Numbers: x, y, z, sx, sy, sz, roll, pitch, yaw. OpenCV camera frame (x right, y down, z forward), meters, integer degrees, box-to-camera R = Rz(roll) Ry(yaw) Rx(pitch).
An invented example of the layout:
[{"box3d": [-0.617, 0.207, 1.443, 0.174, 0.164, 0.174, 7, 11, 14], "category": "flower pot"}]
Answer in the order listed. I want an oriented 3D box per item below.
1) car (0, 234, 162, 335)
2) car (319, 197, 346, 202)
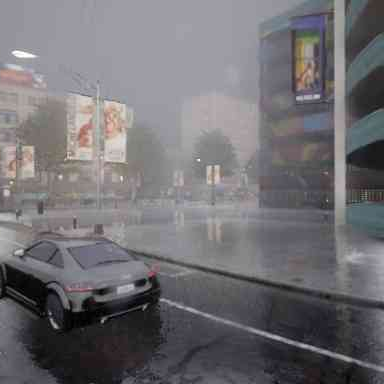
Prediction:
[{"box3d": [-2.547, 1.592, 6.938, 4.181, 1.385, 1.994, 0, 0, 44], "category": "car"}, {"box3d": [17.391, 1.392, 42.514, 4.674, 1.452, 2.002, 0, 0, -43], "category": "car"}]
